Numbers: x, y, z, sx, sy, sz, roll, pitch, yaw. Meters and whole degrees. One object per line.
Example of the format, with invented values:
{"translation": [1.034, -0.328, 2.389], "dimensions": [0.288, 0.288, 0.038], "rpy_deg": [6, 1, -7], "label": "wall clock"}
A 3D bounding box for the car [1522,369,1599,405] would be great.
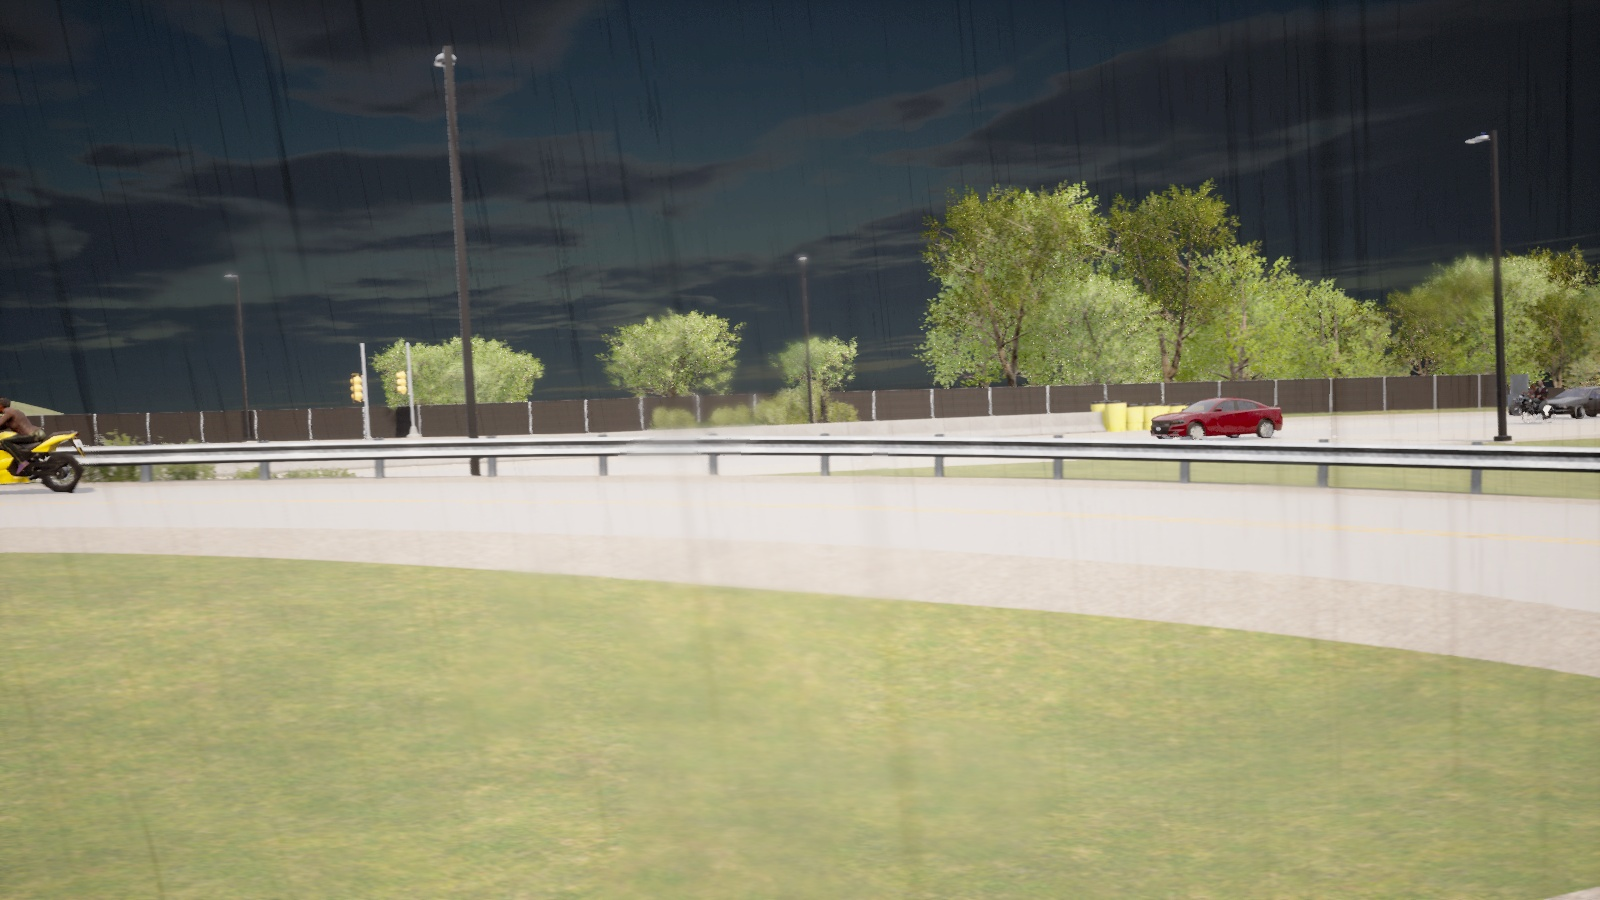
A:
{"translation": [35.488, -2.905, 56.747], "dimensions": [5.357, 1.411, 2.033], "rpy_deg": [-4, 2, -21], "label": "car"}

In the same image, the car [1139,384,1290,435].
{"translation": [14.799, -1.434, 44.827], "dimensions": [5.008, 1.535, 1.882], "rpy_deg": [-4, 2, -21], "label": "car"}

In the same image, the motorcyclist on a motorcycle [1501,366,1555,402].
{"translation": [36.120, -3.258, 62.319], "dimensions": [2.350, 1.649, 0.766], "rpy_deg": [-3, 2, -11], "label": "motorcyclist on a motorcycle"}

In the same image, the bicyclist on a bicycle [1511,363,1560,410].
{"translation": [29.709, -2.560, 50.704], "dimensions": [1.843, 1.776, 0.659], "rpy_deg": [-4, 2, -21], "label": "bicyclist on a bicycle"}

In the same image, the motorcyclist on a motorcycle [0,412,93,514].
{"translation": [-12.305, 0.202, 19.548], "dimensions": [2.044, 1.523, 0.797], "rpy_deg": [-2, 2, -12], "label": "motorcyclist on a motorcycle"}
